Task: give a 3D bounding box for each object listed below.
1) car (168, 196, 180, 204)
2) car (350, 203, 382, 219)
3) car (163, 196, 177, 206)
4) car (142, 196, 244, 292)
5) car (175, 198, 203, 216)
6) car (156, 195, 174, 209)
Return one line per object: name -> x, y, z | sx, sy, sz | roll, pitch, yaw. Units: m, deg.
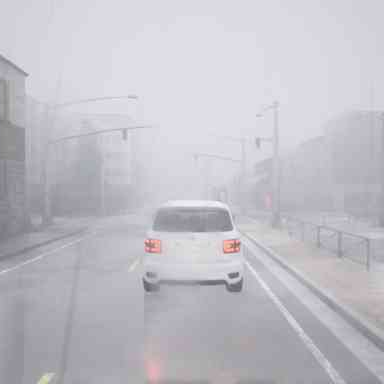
car -> -3.643, 1.547, 67.582 | 2.033, 1.411, 5.357 | 0, 0, 0
car -> 16.658, 1.740, 30.232 | 4.181, 1.385, 1.994 | 0, 0, 0
car -> -3.692, 1.491, 56.944 | 2.128, 1.511, 4.902 | 0, 0, 0
car -> 0.036, 1.221, 9.050 | 2.150, 2.045, 5.566 | 0, 0, 1
car -> -0.261, 1.576, 35.914 | 1.812, 1.442, 4.674 | 2, 2, 14
car -> -3.687, 1.352, 46.563 | 2.097, 1.767, 4.553 | 0, 0, 0
